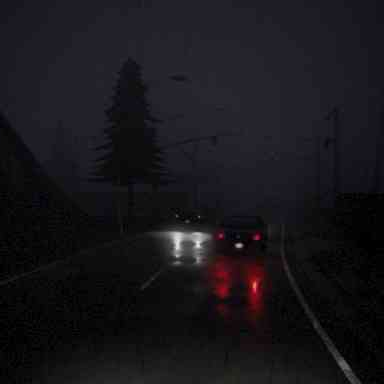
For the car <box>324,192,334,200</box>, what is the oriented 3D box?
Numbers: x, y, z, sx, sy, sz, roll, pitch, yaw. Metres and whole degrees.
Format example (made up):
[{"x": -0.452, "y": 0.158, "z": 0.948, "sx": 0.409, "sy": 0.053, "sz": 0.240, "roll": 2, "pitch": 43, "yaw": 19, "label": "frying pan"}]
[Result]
[{"x": 33.562, "y": 1.285, "z": 79.550, "sx": 3.806, "sy": 1.475, "sz": 1.970, "roll": 0, "pitch": 0, "yaw": 15, "label": "car"}]

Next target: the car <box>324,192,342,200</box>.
[{"x": 35.033, "y": 0.999, "z": 82.593, "sx": 3.866, "sy": 1.878, "sz": 1.905, "roll": 0, "pitch": 0, "yaw": 15, "label": "car"}]

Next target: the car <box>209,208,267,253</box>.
[{"x": 2.139, "y": 1.577, "z": 13.731, "sx": 1.895, "sy": 1.301, "sz": 4.718, "roll": 0, "pitch": 0, "yaw": 13, "label": "car"}]

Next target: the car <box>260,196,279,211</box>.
[{"x": 9.571, "y": 1.292, "z": 40.707, "sx": 2.097, "sy": 1.767, "sz": 4.553, "roll": 0, "pitch": 0, "yaw": 16, "label": "car"}]

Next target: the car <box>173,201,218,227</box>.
[{"x": 0.461, "y": 1.300, "z": 21.584, "sx": 2.033, "sy": 1.411, "sz": 5.357, "roll": 0, "pitch": 0, "yaw": 16, "label": "car"}]
